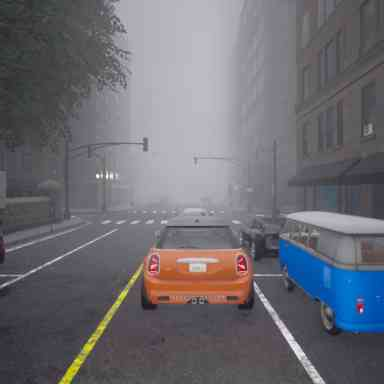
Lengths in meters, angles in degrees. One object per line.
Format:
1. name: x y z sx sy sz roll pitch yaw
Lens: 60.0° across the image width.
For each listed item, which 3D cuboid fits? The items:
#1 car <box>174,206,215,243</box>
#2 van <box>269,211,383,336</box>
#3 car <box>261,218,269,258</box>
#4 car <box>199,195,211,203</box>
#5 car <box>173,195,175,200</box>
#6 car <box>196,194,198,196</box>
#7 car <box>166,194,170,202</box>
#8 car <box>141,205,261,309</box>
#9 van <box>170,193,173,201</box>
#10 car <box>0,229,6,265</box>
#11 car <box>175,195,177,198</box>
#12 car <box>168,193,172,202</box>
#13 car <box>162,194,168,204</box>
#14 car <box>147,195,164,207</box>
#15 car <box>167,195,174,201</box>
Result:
1. car: 0.098 1.520 16.997 1.812 1.442 4.674 0 0 0
2. van: 2.855 1.340 6.443 1.690 1.788 3.998 0 0 0
3. car: 2.854 1.563 12.104 1.947 1.339 4.313 0 0 0
4. car: 2.841 1.409 66.480 1.967 1.590 4.097 0 0 0
5. car: -5.686 1.522 77.344 2.008 1.369 4.403 0 0 0
6. car: 2.835 1.506 93.893 1.752 1.417 4.829 0 0 0
7. car: -5.682 1.514 60.992 1.887 1.381 4.507 0 0 0
8. car: 0.100 1.351 7.997 2.097 1.767 4.553 0 0 0
9. van: -5.686 1.311 71.893 1.690 1.788 3.998 0 0 0
10. car: -5.670 1.314 6.401 2.192 1.841 5.009 0 0 0
11. car: -5.688 1.289 82.795 2.192 1.841 5.009 0 0 0
12. car: -5.684 1.514 66.443 1.887 1.381 4.507 0 0 0
13. car: -5.681 1.521 55.541 2.008 1.369 4.403 0 0 0
14. car: -5.680 1.497 49.920 1.752 1.417 4.829 0 0 0
15. car: -5.689 1.502 88.076 1.752 1.417 4.829 0 0 0
